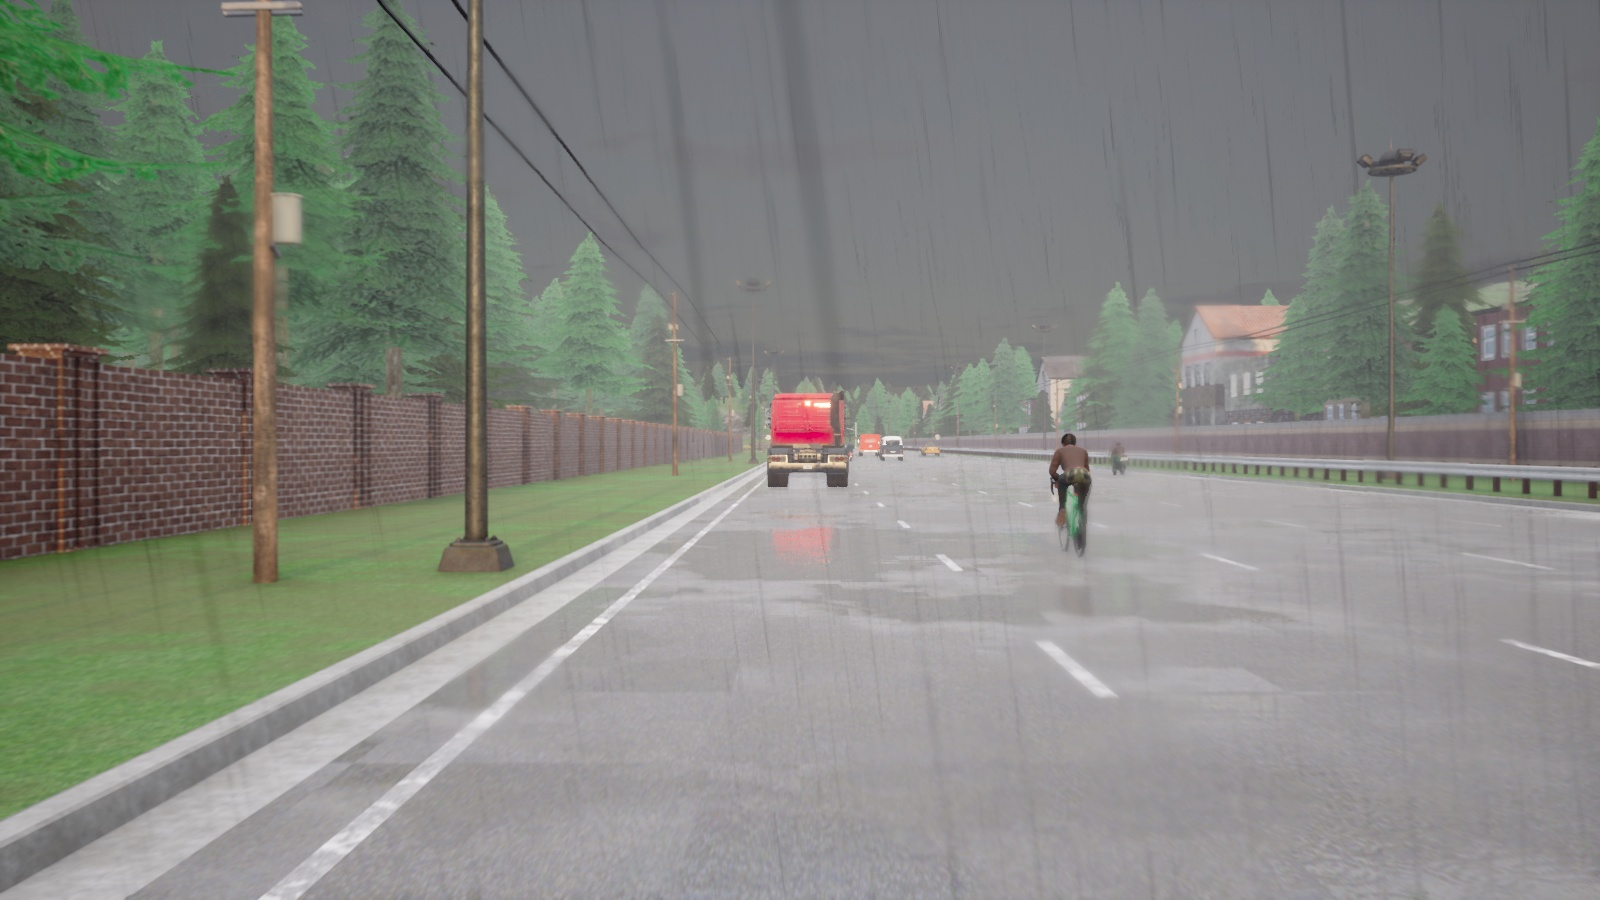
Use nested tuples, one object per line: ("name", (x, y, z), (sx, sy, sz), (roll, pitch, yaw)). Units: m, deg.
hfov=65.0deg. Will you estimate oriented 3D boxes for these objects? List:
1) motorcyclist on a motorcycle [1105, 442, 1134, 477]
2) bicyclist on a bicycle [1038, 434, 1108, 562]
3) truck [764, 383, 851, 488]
("motorcyclist on a motorcycle", (14.338, 0.422, 56.451), (0.797, 1.523, 2.044), (0, 0, 0))
("bicyclist on a bicycle", (3.611, 0.608, 16.703), (0.582, 1.620, 1.656), (0, 0, 0))
("truck", (0.275, -0.491, 45.423), (2.891, 3.462, 7.936), (0, 0, 0))
